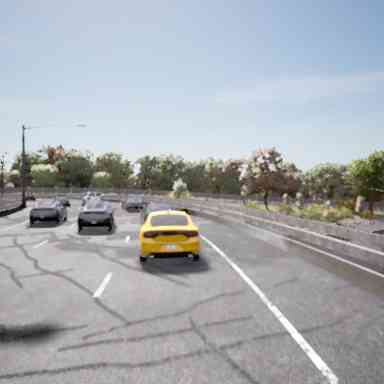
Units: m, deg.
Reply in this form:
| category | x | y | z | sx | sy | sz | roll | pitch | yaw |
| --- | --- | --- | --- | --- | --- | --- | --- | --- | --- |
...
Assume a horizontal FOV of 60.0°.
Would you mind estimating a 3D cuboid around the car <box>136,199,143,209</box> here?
| category | x | y | z | sx | sy | sz | roll | pitch | yaw |
| --- | --- | --- | --- | --- | --- | --- | --- | --- | --- |
| car | -2.191 | 1.413 | 20.848 | 2.033 | 1.411 | 5.357 | 0 | 0 | -12 |

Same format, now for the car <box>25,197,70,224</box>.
| category | x | y | z | sx | sy | sz | roll | pitch | yaw |
| --- | --- | --- | --- | --- | --- | --- | --- | --- | --- |
| car | -9.896 | 1.368 | 23.227 | 2.128 | 1.511 | 4.902 | 0 | 1 | -12 |

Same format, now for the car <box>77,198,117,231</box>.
| category | x | y | z | sx | sy | sz | roll | pitch | yaw |
| --- | --- | --- | --- | --- | --- | --- | --- | --- | --- |
| car | -5.558 | 1.376 | 19.720 | 2.128 | 1.511 | 4.902 | 0 | 0 | -11 |

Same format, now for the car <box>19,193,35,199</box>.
| category | x | y | z | sx | sy | sz | roll | pitch | yaw |
| --- | --- | --- | --- | --- | --- | --- | --- | --- | --- |
| car | -35.356 | 0.989 | 71.291 | 2.097 | 1.767 | 4.553 | -1 | 1 | -44 |

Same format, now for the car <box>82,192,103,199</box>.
| category | x | y | z | sx | sy | sz | roll | pitch | yaw |
| --- | --- | --- | --- | --- | --- | --- | --- | --- | --- |
| car | -13.225 | 0.965 | 44.142 | 2.150 | 2.045 | 5.566 | 0 | 0 | -24 |

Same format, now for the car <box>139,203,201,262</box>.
| category | x | y | z | sx | sy | sz | roll | pitch | yaw |
| --- | --- | --- | --- | --- | --- | --- | --- | --- | --- |
| car | -0.865 | 1.398 | 11.957 | 1.882 | 1.535 | 5.008 | 0 | 0 | -6 |

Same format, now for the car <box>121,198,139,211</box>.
| category | x | y | z | sx | sy | sz | roll | pitch | yaw |
| --- | --- | --- | --- | --- | --- | --- | --- | --- | --- |
| car | -6.703 | 1.317 | 37.136 | 2.033 | 1.411 | 5.357 | 0 | 0 | -19 |
